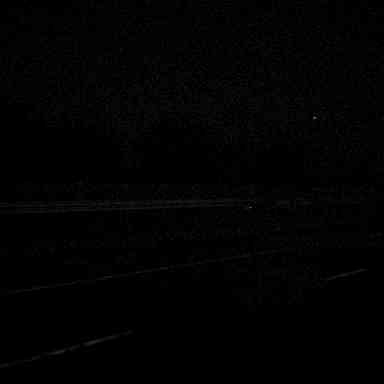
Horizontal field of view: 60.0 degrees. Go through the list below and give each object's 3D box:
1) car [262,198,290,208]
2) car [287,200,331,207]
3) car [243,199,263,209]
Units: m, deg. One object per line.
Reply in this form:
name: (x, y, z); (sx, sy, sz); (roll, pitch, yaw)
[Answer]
car: (9.307, 1.480, 32.132); (4.674, 1.442, 1.812); (0, 0, -35)
car: (10.803, 1.556, 28.901); (4.718, 1.301, 1.895); (0, 0, -35)
car: (7.471, 1.459, 35.120); (4.892, 1.490, 1.837); (0, 0, -35)
